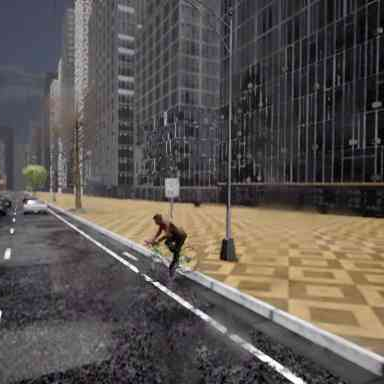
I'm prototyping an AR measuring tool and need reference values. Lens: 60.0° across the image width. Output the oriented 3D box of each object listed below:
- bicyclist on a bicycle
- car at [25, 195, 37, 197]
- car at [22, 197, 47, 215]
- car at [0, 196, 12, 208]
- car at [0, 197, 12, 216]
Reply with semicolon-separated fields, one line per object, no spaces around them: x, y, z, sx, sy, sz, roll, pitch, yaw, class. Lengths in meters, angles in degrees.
-0.584;1.319;8.104;1.656;1.620;0.582;-10;5;-27;bicyclist on a bicycle
-21.280;1.180;43.864;2.128;1.511;4.902;0;0;-27;car
-14.658;1.381;31.029;1.895;1.301;4.718;0;0;-27;car
-23.795;1.265;41.731;1.994;1.385;4.181;0;0;-27;car
-17.310;1.336;29.281;2.033;1.411;5.357;0;0;-27;car
